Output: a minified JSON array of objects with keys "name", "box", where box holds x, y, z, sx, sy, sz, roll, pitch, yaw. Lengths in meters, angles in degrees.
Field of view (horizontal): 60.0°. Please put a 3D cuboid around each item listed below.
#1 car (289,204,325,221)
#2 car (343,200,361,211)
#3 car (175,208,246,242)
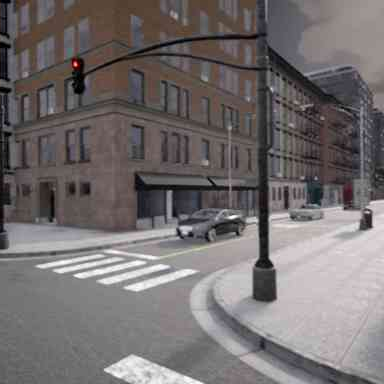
[{"name":"car","box":[10.226,1.769,29.452,1.895,1.301,4.718,-1,-1,37]},{"name":"car","box":[21.786,1.804,44.691,1.994,1.385,4.181,-1,-1,37]},{"name":"car","box":[1.100,1.621,17.320,2.128,1.511,4.902,-1,-1,36]}]
